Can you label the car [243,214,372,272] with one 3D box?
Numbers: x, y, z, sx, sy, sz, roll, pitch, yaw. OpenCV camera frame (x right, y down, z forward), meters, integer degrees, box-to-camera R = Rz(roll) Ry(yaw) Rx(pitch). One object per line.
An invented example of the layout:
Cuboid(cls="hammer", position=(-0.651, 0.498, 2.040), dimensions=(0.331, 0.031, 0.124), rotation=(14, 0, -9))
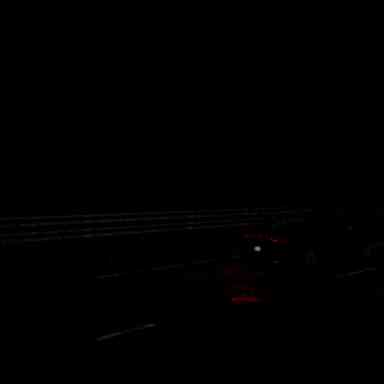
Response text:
Cuboid(cls="car", position=(3.895, 1.454, 10.821), dimensions=(5.008, 1.535, 1.882), rotation=(0, 0, -34))
